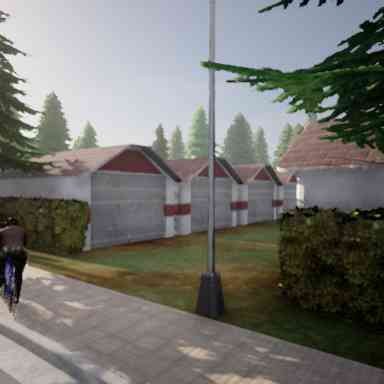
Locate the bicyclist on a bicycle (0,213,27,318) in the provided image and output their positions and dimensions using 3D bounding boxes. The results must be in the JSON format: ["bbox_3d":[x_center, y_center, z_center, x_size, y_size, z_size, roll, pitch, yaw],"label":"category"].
[{"bbox_3d":[-3.256,1.287,5.973,0.582,1.620,1.656,5,-2,-36],"label":"bicyclist on a bicycle"}]
